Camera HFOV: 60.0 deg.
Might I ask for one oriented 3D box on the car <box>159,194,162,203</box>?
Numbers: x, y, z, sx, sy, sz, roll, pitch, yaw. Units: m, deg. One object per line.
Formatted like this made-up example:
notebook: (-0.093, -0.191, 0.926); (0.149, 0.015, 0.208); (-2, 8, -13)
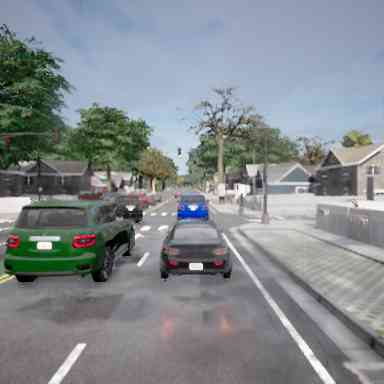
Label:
car: (-6.522, 1.124, 60.132); (2.128, 1.511, 4.902); (0, 1, 1)

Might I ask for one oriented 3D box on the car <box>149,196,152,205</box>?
car: (-6.593, 1.071, 40.603); (2.150, 2.045, 5.566); (0, 0, 0)

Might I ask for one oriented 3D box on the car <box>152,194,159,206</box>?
car: (-6.576, 1.343, 50.010); (1.994, 1.385, 4.181); (0, 1, 1)

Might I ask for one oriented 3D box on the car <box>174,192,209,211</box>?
car: (0.084, 1.170, 24.261); (2.150, 2.045, 5.566); (0, 0, 0)

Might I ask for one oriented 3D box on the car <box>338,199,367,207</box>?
car: (13.281, 1.325, 28.164); (4.902, 1.511, 2.128); (0, 0, -2)

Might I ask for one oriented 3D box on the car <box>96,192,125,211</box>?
car: (-9.844, 1.071, 40.656); (2.150, 2.045, 5.566); (0, 0, 0)

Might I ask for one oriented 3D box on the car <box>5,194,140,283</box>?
car: (-3.160, 1.225, 9.815); (2.150, 2.045, 5.566); (0, 0, 0)

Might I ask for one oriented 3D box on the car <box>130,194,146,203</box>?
car: (-9.762, 1.121, 60.310); (2.128, 1.511, 4.902); (0, 1, 1)

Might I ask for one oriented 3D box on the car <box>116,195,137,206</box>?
car: (-9.830, 1.267, 50.334); (2.128, 1.511, 4.902); (0, 1, 0)

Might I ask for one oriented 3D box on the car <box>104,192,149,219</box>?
car: (-5.508, 1.225, 24.088); (2.150, 2.045, 5.566); (1, -1, -33)

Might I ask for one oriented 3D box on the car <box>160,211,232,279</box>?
car: (0.094, 1.527, 9.902); (1.812, 1.442, 4.674); (0, 0, 0)

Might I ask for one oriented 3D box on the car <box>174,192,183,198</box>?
car: (-3.243, 0.784, 80.202); (1.994, 1.385, 4.181); (0, 1, 0)
